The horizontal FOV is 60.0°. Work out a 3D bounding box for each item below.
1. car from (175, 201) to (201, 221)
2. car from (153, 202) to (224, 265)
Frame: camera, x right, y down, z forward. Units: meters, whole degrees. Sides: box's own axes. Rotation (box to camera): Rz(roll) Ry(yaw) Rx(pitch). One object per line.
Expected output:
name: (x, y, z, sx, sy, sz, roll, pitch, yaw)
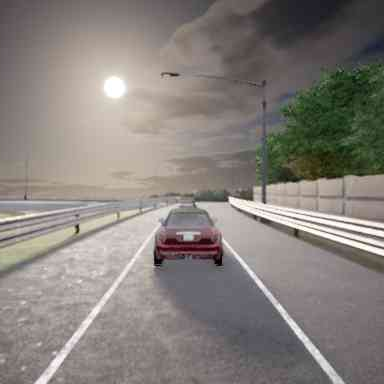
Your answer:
car: (-0.297, 1.523, 27.620, 1.994, 1.385, 4.181, 0, 0, 1)
car: (-0.135, 1.336, 11.745, 2.097, 1.767, 4.553, 0, 0, -1)
